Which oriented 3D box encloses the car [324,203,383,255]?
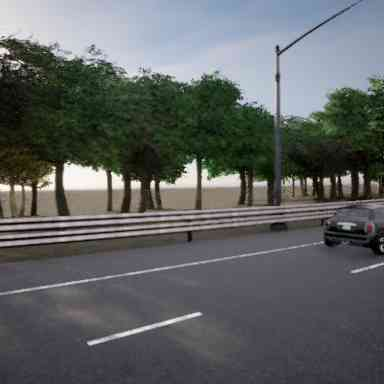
[{"bbox_3d":[7.328,1.270,13.274,4.553,1.767,2.097,-1,1,-36],"label":"car"}]
